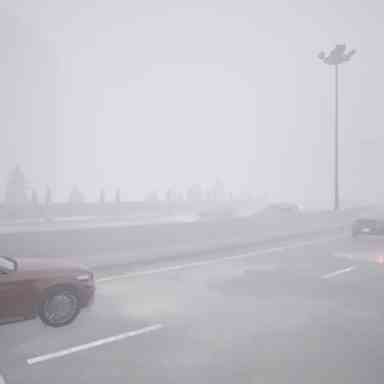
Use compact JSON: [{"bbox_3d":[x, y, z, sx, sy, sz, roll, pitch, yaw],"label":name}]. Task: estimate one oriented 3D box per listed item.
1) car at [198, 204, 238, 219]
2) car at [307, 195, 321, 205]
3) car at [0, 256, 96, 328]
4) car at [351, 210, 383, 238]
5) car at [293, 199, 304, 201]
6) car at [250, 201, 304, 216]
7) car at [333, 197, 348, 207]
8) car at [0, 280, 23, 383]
[{"bbox_3d":[2.452,1.753,30.366,1.994,1.385,4.181,0,0,41],"label":"car"},{"bbox_3d":[25.725,1.677,70.209,2.150,2.045,5.566,0,0,13],"label":"car"},{"bbox_3d":[-3.972,1.551,5.395,4.674,1.442,1.812,0,0,-36],"label":"car"},{"bbox_3d":[9.892,1.651,17.485,1.812,1.442,4.674,0,0,44],"label":"car"},{"bbox_3d":[9.241,1.724,33.224,1.837,1.490,4.892,0,0,36],"label":"car"},{"bbox_3d":[5.978,1.648,23.817,2.128,1.511,4.902,0,0,42],"label":"car"},{"bbox_3d":[26.895,1.770,60.216,2.097,1.767,4.553,0,0,17],"label":"car"},{"bbox_3d":[-3.439,1.603,1.432,4.718,1.301,1.895,0,0,-35],"label":"car"}]
